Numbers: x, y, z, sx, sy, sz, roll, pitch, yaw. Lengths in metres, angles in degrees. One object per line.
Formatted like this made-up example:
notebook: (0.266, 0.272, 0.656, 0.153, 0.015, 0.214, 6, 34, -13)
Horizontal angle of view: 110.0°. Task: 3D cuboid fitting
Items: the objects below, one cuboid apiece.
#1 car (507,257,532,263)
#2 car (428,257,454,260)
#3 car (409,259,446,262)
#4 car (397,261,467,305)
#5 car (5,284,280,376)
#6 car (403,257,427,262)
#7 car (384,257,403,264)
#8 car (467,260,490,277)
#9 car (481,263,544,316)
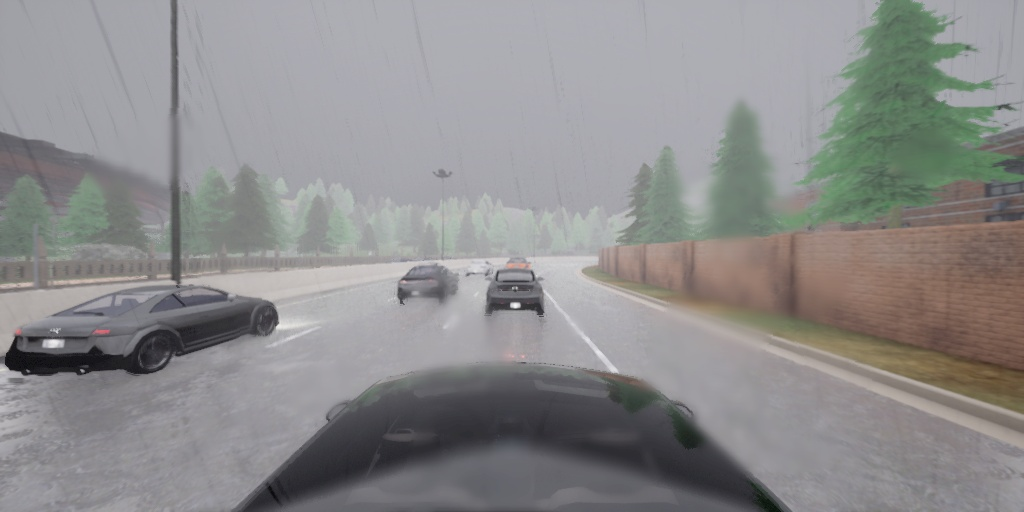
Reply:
car: (0.588, 0.888, 30.742, 2.097, 1.767, 4.553, 0, 0, 5)
car: (-9.752, 0.887, 51.869, 1.837, 1.490, 4.892, 0, 0, 16)
car: (-6.573, 1.146, 29.467, 1.895, 1.301, 4.718, 0, 0, 4)
car: (-3.399, 1.142, 15.283, 2.128, 1.511, 4.902, 0, 0, 0)
car: (-6.904, 1.272, 7.406, 1.994, 1.385, 4.181, 0, 0, 0)
car: (-13.220, 0.922, 52.719, 2.033, 1.411, 5.357, 0, 0, 16)
car: (-16.705, 0.919, 53.066, 2.033, 1.411, 5.357, 0, 0, 16)
car: (-2.817, 1.052, 32.056, 1.812, 1.442, 4.674, 0, 0, 5)
car: (0.100, 1.173, 12.901, 1.837, 1.490, 4.892, 0, 0, 0)
